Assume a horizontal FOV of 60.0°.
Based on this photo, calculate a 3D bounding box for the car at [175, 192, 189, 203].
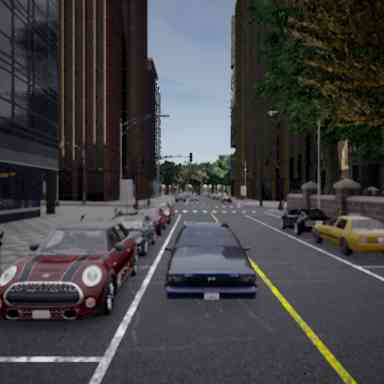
[{"bbox_3d":[-2.270,1.140,66.522,2.192,1.841,5.009,0,0,0],"label":"car"}]

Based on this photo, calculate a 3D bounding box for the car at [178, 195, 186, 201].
[{"bbox_3d":[-2.247,1.382,77.398,1.802,1.307,4.206,0,0,0],"label":"car"}]

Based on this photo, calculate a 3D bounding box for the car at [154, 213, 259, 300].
[{"bbox_3d":[0.371,1.522,8.764,2.033,1.411,5.357,0,0,0],"label":"car"}]

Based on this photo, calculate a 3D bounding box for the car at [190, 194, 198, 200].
[{"bbox_3d":[0.530,1.282,84.057,1.837,1.490,4.892,0,0,0],"label":"car"}]

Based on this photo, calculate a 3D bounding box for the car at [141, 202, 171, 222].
[{"bbox_3d":[-2.372,1.492,18.201,1.887,1.381,4.507,0,0,0],"label":"car"}]

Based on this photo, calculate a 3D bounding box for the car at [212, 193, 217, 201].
[{"bbox_3d":[6.278,1.352,77.380,2.008,1.369,4.403,0,0,0],"label":"car"}]

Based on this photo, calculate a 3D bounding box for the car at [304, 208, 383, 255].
[{"bbox_3d":[6.142,1.489,12.899,1.752,1.417,4.829,0,0,0],"label":"car"}]

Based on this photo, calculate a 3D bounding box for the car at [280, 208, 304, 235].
[{"bbox_3d":[6.153,1.515,18.185,1.947,1.339,4.313,0,0,0],"label":"car"}]

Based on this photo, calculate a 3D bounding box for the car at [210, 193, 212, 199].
[{"bbox_3d":[6.290,1.334,82.818,1.887,1.381,4.507,0,0,0],"label":"car"}]

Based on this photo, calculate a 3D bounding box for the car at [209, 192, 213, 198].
[{"bbox_3d":[6.301,1.322,88.255,1.887,1.381,4.507,0,0,0],"label":"car"}]

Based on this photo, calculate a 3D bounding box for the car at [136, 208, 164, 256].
[{"bbox_3d":[-2.384,1.514,12.744,2.008,1.369,4.403,0,0,0],"label":"car"}]

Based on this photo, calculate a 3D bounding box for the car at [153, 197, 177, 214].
[{"bbox_3d":[-2.361,1.373,23.658,1.967,1.590,4.097,0,0,0],"label":"car"}]

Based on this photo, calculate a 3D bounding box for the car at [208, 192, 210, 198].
[{"bbox_3d":[6.313,1.291,93.862,1.752,1.417,4.829,0,0,0],"label":"car"}]

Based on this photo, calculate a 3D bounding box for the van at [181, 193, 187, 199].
[{"bbox_3d":[-2.212,1.105,93.710,1.690,1.788,3.998,0,0,0],"label":"van"}]

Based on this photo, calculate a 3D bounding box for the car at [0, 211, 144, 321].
[{"bbox_3d":[-2.395,1.418,7.287,1.967,1.590,4.097,0,0,0],"label":"car"}]

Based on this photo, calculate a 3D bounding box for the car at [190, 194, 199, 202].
[{"bbox_3d":[0.494,1.366,68.036,2.033,1.411,5.357,0,0,0],"label":"car"}]

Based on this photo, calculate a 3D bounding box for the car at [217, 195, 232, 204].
[{"bbox_3d":[6.244,1.279,61.067,1.967,1.590,4.097,0,0,0],"label":"car"}]

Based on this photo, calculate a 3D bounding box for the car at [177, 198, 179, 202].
[{"bbox_3d":[-2.350,1.444,28.945,1.752,1.417,4.829,0,0,0],"label":"car"}]
